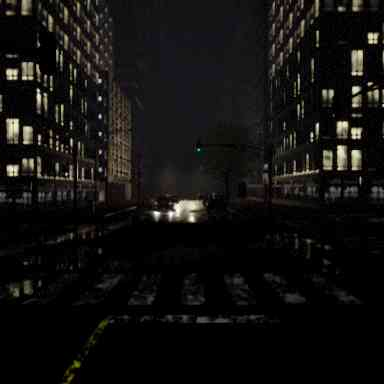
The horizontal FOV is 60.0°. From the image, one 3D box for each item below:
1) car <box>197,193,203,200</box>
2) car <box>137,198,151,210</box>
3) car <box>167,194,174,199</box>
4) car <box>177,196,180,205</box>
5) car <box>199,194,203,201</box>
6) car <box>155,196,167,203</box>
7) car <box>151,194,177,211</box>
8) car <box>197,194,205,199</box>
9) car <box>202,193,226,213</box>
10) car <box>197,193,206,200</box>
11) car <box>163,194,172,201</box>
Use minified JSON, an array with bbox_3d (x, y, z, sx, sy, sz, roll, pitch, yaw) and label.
[{"bbox_3d":[2.491,1.120,75.452,2.192,1.841,5.009,0,0,0],"label":"car"},{"bbox_3d":[-5.813,1.425,41.418,1.752,1.417,4.829,0,0,0],"label":"car"},{"bbox_3d":[-5.924,1.335,92.332,1.802,1.307,4.206,0,0,0],"label":"car"},{"bbox_3d":[-3.212,1.364,57.380,1.837,1.490,4.892,0,0,0],"label":"car"},{"bbox_3d":[2.543,1.452,52.891,1.802,1.307,4.206,0,0,0],"label":"car"},{"bbox_3d":[-5.862,1.405,64.141,1.947,1.339,4.313,0,0,0],"label":"car"},{"bbox_3d":[-3.200,1.258,38.963,2.097,1.767,4.553,0,0,0],"label":"car"},{"bbox_3d":[2.455,1.297,92.374,1.887,1.381,4.507,0,0,0],"label":"car"},{"bbox_3d":[2.579,1.229,35.970,2.192,1.841,5.009,0,0,0],"label":"car"},{"bbox_3d":[2.466,1.085,86.733,2.192,1.841,5.009,0,0,0],"label":"car"},{"bbox_3d":[-5.900,1.314,80.885,1.752,1.417,4.829,0,0,0],"label":"car"}]
